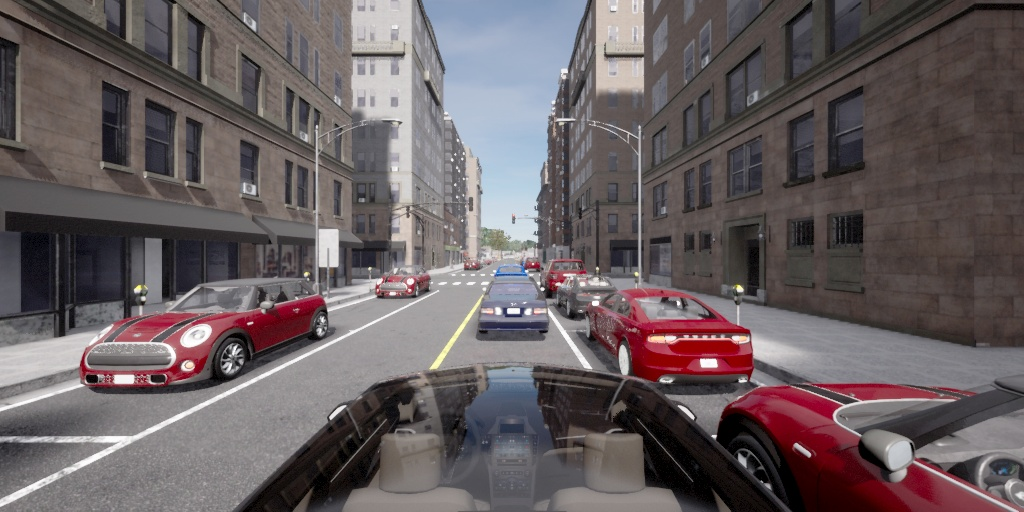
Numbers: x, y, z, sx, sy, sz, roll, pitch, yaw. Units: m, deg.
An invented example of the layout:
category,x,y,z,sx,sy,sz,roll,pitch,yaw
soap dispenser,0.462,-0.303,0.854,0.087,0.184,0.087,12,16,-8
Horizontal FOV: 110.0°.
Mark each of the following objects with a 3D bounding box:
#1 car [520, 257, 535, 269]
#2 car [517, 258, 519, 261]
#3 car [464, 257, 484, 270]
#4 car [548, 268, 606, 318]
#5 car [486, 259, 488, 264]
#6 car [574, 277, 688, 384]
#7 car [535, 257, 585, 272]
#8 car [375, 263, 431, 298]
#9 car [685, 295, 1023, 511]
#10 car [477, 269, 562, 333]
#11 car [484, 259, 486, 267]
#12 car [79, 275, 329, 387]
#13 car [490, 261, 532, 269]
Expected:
category,x,y,z,sx,sy,sz,roll,pitch,yaw
car,2.527,1.061,45.435,2.192,1.841,5.009,0,0,0
car,2.447,1.059,61.947,2.192,1.841,5.009,0,0,0
car,-5.614,1.061,50.905,2.192,1.841,5.009,0,0,0
car,2.596,1.300,12.697,2.007,1.370,4.403,0,0,0
car,-5.654,1.295,61.913,2.007,1.370,4.403,0,0,0
car,2.619,1.295,7.015,1.888,1.381,4.507,0,0,0
car,2.573,1.064,18.379,2.192,1.841,5.009,0,0,0
car,-5.452,1.189,18.346,1.967,1.591,4.097,0,0,0
car,2.642,1.190,1.333,1.967,1.591,4.097,0,0,0
car,0.043,1.297,10.670,2.033,1.411,5.357,0,0,0
car,-5.634,1.311,56.409,1.948,1.339,4.313,0,0,0
car,-5.406,1.190,6.982,1.967,1.591,4.097,0,0,0
car,-0.073,1.227,20.489,1.882,1.535,5.008,0,0,0
